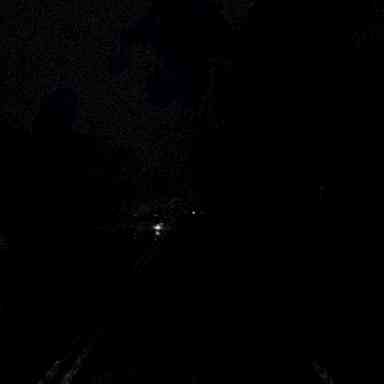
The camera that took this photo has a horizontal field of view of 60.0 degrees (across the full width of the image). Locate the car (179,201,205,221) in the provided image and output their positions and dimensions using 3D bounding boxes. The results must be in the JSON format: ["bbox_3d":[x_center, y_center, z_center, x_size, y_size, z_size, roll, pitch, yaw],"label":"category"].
[{"bbox_3d":[0.141,1.687,28.427,2.033,1.411,5.357,0,0,0],"label":"car"}]

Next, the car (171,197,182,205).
[{"bbox_3d":[-3.116,1.822,67.657,1.882,1.535,5.008,0,0,0],"label":"car"}]

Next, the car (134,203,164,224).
[{"bbox_3d":[-3.311,1.603,26.044,1.882,1.535,5.008,0,0,0],"label":"car"}]
